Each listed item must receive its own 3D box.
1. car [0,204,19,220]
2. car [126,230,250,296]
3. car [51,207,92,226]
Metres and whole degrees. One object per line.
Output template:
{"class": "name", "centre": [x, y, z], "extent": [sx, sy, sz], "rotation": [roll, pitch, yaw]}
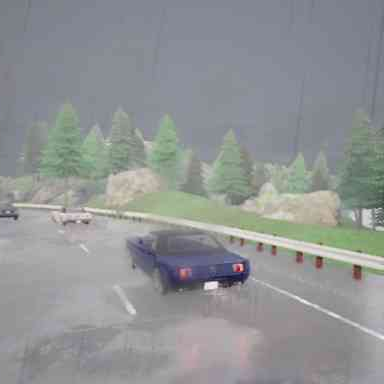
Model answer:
{"class": "car", "centre": [-16.441, 1.705, 28.897], "extent": [2.033, 1.411, 5.357], "rotation": [1, -1, -38]}
{"class": "car", "centre": [-0.460, 1.665, 8.955], "extent": [1.895, 1.301, 4.718], "rotation": [0, 0, -23]}
{"class": "car", "centre": [-9.126, 1.752, 24.901], "extent": [1.895, 1.301, 4.718], "rotation": [0, -1, -34]}
